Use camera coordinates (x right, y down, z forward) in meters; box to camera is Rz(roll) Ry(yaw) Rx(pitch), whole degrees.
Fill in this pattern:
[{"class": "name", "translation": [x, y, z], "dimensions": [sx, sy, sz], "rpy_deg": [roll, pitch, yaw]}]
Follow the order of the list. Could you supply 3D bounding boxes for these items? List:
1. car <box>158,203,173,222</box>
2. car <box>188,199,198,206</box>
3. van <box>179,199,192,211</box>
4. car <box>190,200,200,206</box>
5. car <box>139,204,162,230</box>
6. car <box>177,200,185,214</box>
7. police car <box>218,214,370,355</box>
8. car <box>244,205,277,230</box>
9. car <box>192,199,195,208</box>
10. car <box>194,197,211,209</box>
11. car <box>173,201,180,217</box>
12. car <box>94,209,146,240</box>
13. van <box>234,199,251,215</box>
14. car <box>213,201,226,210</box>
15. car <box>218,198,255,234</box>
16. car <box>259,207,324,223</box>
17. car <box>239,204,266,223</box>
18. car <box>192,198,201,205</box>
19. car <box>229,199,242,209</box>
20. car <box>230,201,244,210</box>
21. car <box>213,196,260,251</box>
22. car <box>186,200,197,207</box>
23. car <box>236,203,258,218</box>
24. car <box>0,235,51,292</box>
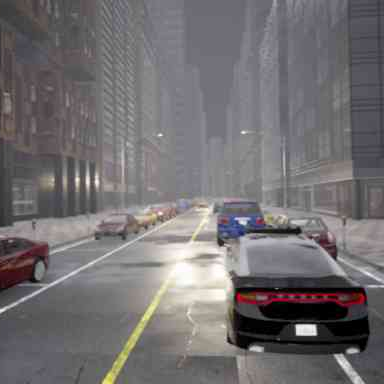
[{"class": "car", "translation": [-3.248, 1.868, 30.036], "dimensions": [1.967, 1.590, 4.097], "rpy_deg": [-1, -1, 5]}, {"class": "car", "translation": [0.294, 2.368, 74.707], "dimensions": [1.967, 1.590, 4.097], "rpy_deg": [-1, -1, 5]}, {"class": "van", "translation": [-1.478, 2.019, 52.373], "dimensions": [1.690, 1.788, 3.998], "rpy_deg": [-1, -1, 5]}, {"class": "car", "translation": [0.738, 2.557, 80.289], "dimensions": [1.947, 1.339, 4.313], "rpy_deg": [-1, -1, 5]}, {"class": "car", "translation": [-3.703, 1.889, 24.281], "dimensions": [1.752, 1.417, 4.829], "rpy_deg": [-1, -1, 5]}, {"class": "car", "translation": [-2.361, 2.098, 41.203], "dimensions": [1.887, 1.381, 4.507], "rpy_deg": [-1, -1, 5]}, {"class": "police car", "translation": [1.571, 1.483, 6.577], "dimensions": [1.930, 1.638, 5.238], "rpy_deg": [-1, -1, 5]}, {"class": "car", "translation": [4.822, 1.746, 23.956], "dimensions": [1.752, 1.417, 4.829], "rpy_deg": [-1, -1, 5]}, {"class": "car", "translation": [-1.032, 2.322, 57.954], "dimensions": [1.802, 1.307, 4.206], "rpy_deg": [-1, -1, 5]}, {"class": "car", "translation": [1.889, 2.195, 59.914], "dimensions": [1.882, 1.535, 5.008], "rpy_deg": [-1, -1, 5]}, {"class": "car", "translation": [-2.804, 2.035, 35.618], "dimensions": [1.887, 1.381, 4.507], "rpy_deg": [-1, -1, 5]}, {"class": "car", "translation": [-4.131, 1.885, 18.866], "dimensions": [1.802, 1.307, 4.206], "rpy_deg": [-1, -1, 5]}, {"class": "van", "translation": [6.135, 1.747, 40.542], "dimensions": [1.690, 1.788, 3.998], "rpy_deg": [-1, -1, 5]}, {"class": "car", "translation": [4.603, 2.190, 56.171], "dimensions": [1.994, 1.385, 4.181], "rpy_deg": [-1, -1, 5]}, {"class": "car", "translation": [2.826, 1.459, 22.449], "dimensions": [2.150, 2.045, 5.566], "rpy_deg": [-1, -1, 5]}, {"class": "car", "translation": [3.922, 1.534, 12.619], "dimensions": [1.967, 1.590, 4.097], "rpy_deg": [-1, -1, 5]}, {"class": "car", "translation": [5.252, 1.826, 29.371], "dimensions": [1.887, 1.381, 4.507], "rpy_deg": [-1, -1, 5]}, {"class": "car", "translation": [1.178, 2.369, 85.877], "dimensions": [2.192, 1.841, 5.009], "rpy_deg": [-1, -1, 5]}, {"class": "car", "translation": [7.464, 2.033, 57.294], "dimensions": [1.967, 1.590, 4.097], "rpy_deg": [-1, -1, 5]}, {"class": "car", "translation": [7.023, 2.075, 51.709], "dimensions": [1.887, 1.381, 4.507], "rpy_deg": [-1, -1, 5]}, {"class": "car", "translation": [2.272, 1.392, 16.466], "dimensions": [2.150, 2.045, 5.566], "rpy_deg": [-1, -1, 4]}, {"class": "car", "translation": [-0.147, 2.431, 69.122], "dimensions": [1.947, 1.339, 4.313], "rpy_deg": [-1, -1, 5]}, {"class": "car", "translation": [5.694, 1.888, 34.955], "dimensions": [1.887, 1.381, 4.507], "rpy_deg": [-1, -1, 5]}, {"class": "car", "translation": [-5.017, 1.724, 7.699], "dimensions": [1.887, 1.381, 4.507], "rpy_deg": [-1, -1, 5]}]
